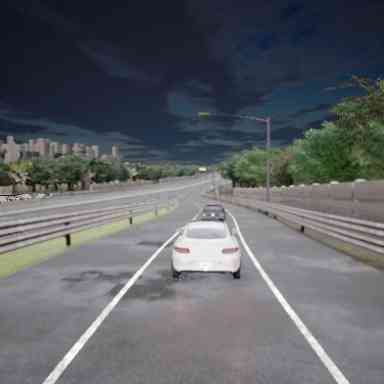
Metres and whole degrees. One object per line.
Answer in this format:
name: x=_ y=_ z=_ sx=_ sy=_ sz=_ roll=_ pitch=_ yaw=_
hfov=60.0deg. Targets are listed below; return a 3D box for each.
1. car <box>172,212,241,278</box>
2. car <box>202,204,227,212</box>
car: x=0.456 y=1.576 z=10.257 sx=1.812 sy=1.442 sz=4.674 roll=0 pitch=0 yaw=3
car: x=1.703 y=1.673 z=25.891 sx=2.033 sy=1.411 sz=5.357 roll=0 pitch=0 yaw=5
